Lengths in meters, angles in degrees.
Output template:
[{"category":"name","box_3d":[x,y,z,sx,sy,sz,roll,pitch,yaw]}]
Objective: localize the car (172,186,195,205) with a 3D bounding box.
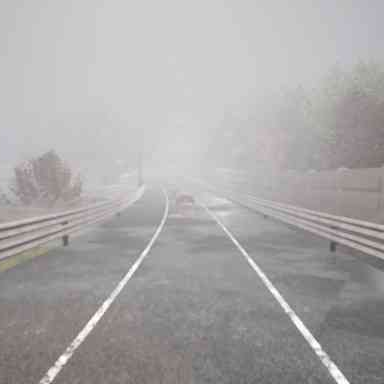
[{"category":"car","box_3d":[-0.767,0.499,34.136,1.812,1.442,4.674,0,4,-5]}]

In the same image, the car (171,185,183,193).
[{"category":"car","box_3d":[-1.873,-0.312,46.126,1.895,1.301,4.718,0,5,-6]}]
